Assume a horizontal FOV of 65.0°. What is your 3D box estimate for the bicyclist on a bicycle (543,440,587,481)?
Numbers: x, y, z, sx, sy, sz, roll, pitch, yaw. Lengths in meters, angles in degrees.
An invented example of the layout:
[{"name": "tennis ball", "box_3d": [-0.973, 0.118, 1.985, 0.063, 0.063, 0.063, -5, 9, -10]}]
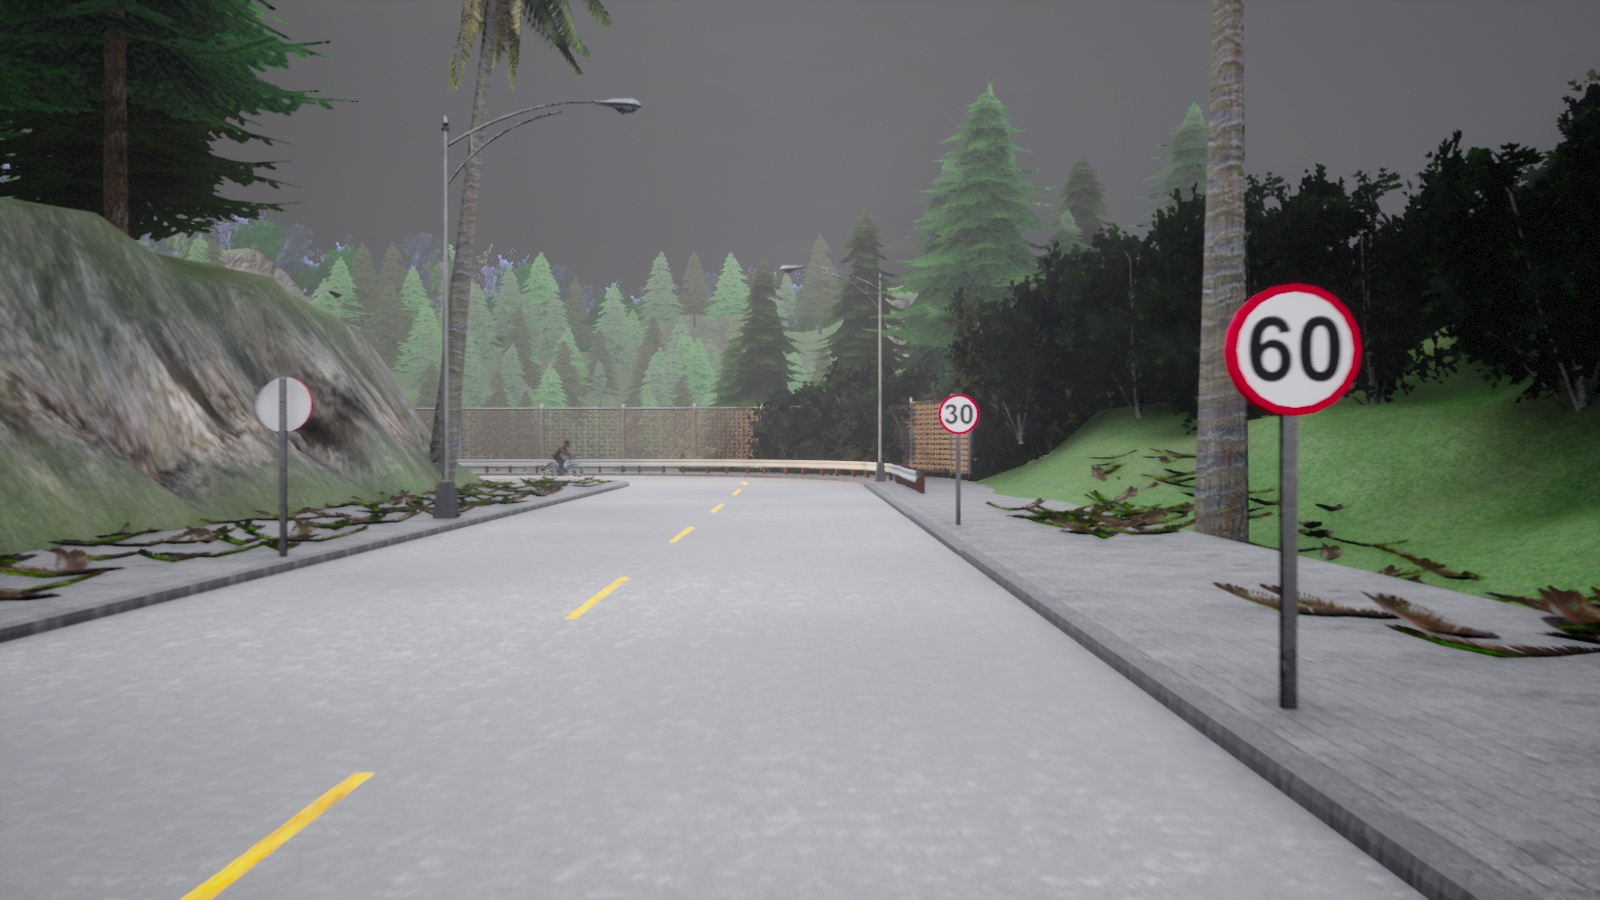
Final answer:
[{"name": "bicyclist on a bicycle", "box_3d": [-9.542, 0.406, 50.959, 1.656, 1.620, 0.582, 1, 2, 13]}]
